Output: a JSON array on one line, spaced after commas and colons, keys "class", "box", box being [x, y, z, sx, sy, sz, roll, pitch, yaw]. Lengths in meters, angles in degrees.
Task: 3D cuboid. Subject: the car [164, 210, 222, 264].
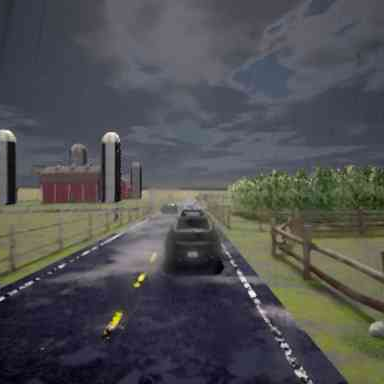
[{"class": "car", "box": [0.043, 1.631, 12.363, 1.837, 1.490, 4.892, 0, 0, 0]}]

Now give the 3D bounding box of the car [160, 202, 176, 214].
[{"class": "car", "box": [-2.807, 1.994, 41.934, 1.994, 1.385, 4.181, 0, -1, 0]}]

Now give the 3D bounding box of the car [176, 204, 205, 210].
[{"class": "car", "box": [0.039, 1.770, 27.320, 2.128, 1.511, 4.902, 0, -1, 0]}]
